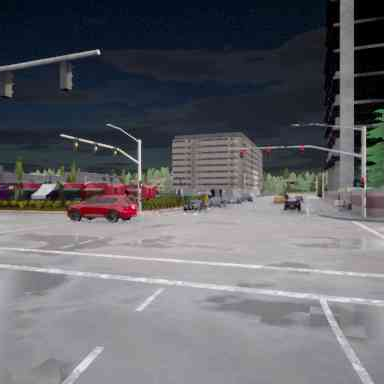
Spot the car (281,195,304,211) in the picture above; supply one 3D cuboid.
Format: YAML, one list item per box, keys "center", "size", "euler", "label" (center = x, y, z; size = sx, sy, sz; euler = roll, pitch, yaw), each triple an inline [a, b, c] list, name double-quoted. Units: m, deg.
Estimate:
- center: [12.651, 1.477, 41.597]
  size: [1.882, 1.535, 5.008]
  euler: [0, 0, 20]
  label: "car"

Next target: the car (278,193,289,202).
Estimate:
- center: [21.625, 1.225, 78.827]
  size: [2.150, 2.045, 5.566]
  euler: [0, 0, 19]
  label: "car"

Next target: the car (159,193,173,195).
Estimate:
- center: [-7.884, 1.208, 81.479]
  size: [4.605, 1.855, 1.932]
  euler: [0, 0, 19]
  label: "car"

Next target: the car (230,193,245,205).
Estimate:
- center: [7.596, 1.490, 59.619]
  size: [2.128, 1.511, 4.902]
  euler: [0, 0, 19]
  label: "car"

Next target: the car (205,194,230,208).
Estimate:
- center: [3.757, 1.504, 48.446]
  size: [1.837, 1.490, 4.892]
  euler: [0, 0, 19]
  label: "car"

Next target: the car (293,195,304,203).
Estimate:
- center: [23.814, 1.525, 74.405]
  size: [2.128, 1.511, 4.902]
  euler: [0, 0, 19]
  label: "car"

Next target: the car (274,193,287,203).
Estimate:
- center: [17.390, 1.477, 66.146]
  size: [1.882, 1.535, 5.008]
  euler: [0, 0, 19]
  label: "car"

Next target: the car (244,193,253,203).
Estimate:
- center: [11.599, 1.222, 71.128]
  size: [2.150, 2.045, 5.566]
  euler: [0, 0, 19]
  label: "car"

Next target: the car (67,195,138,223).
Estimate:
- center: [-6.880, 1.261, 25.707]
  size: [5.566, 2.045, 2.150]
  euler: [0, 0, 20]
  label: "car"

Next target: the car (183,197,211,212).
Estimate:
- center: [0.468, 1.564, 38.906]
  size: [1.994, 1.385, 4.181]
  euler: [0, 0, 17]
  label: "car"
